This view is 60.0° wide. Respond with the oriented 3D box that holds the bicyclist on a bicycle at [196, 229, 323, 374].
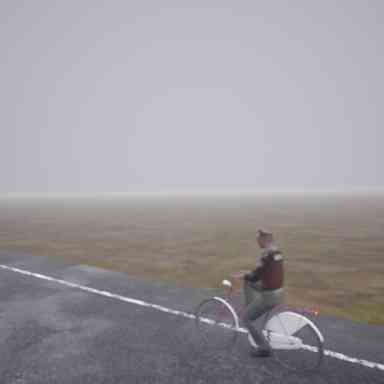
[{"bbox_3d":[0.792,1.377,4.481,1.843,1.776,0.659,0,0,36],"label":"bicyclist on a bicycle"}]
